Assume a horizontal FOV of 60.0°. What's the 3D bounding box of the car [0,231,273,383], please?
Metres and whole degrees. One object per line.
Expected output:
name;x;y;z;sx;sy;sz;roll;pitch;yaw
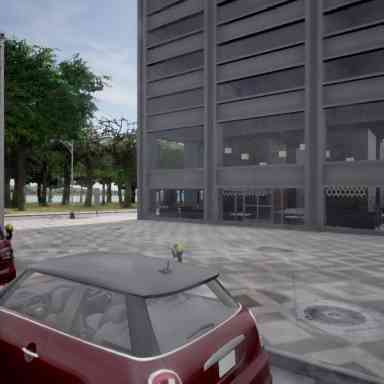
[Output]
car;-1.287;1.440;3.879;4.097;1.590;1.967;0;0;35

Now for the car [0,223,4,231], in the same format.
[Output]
car;-5.715;1.315;7.036;5.009;1.841;2.192;0;0;35
